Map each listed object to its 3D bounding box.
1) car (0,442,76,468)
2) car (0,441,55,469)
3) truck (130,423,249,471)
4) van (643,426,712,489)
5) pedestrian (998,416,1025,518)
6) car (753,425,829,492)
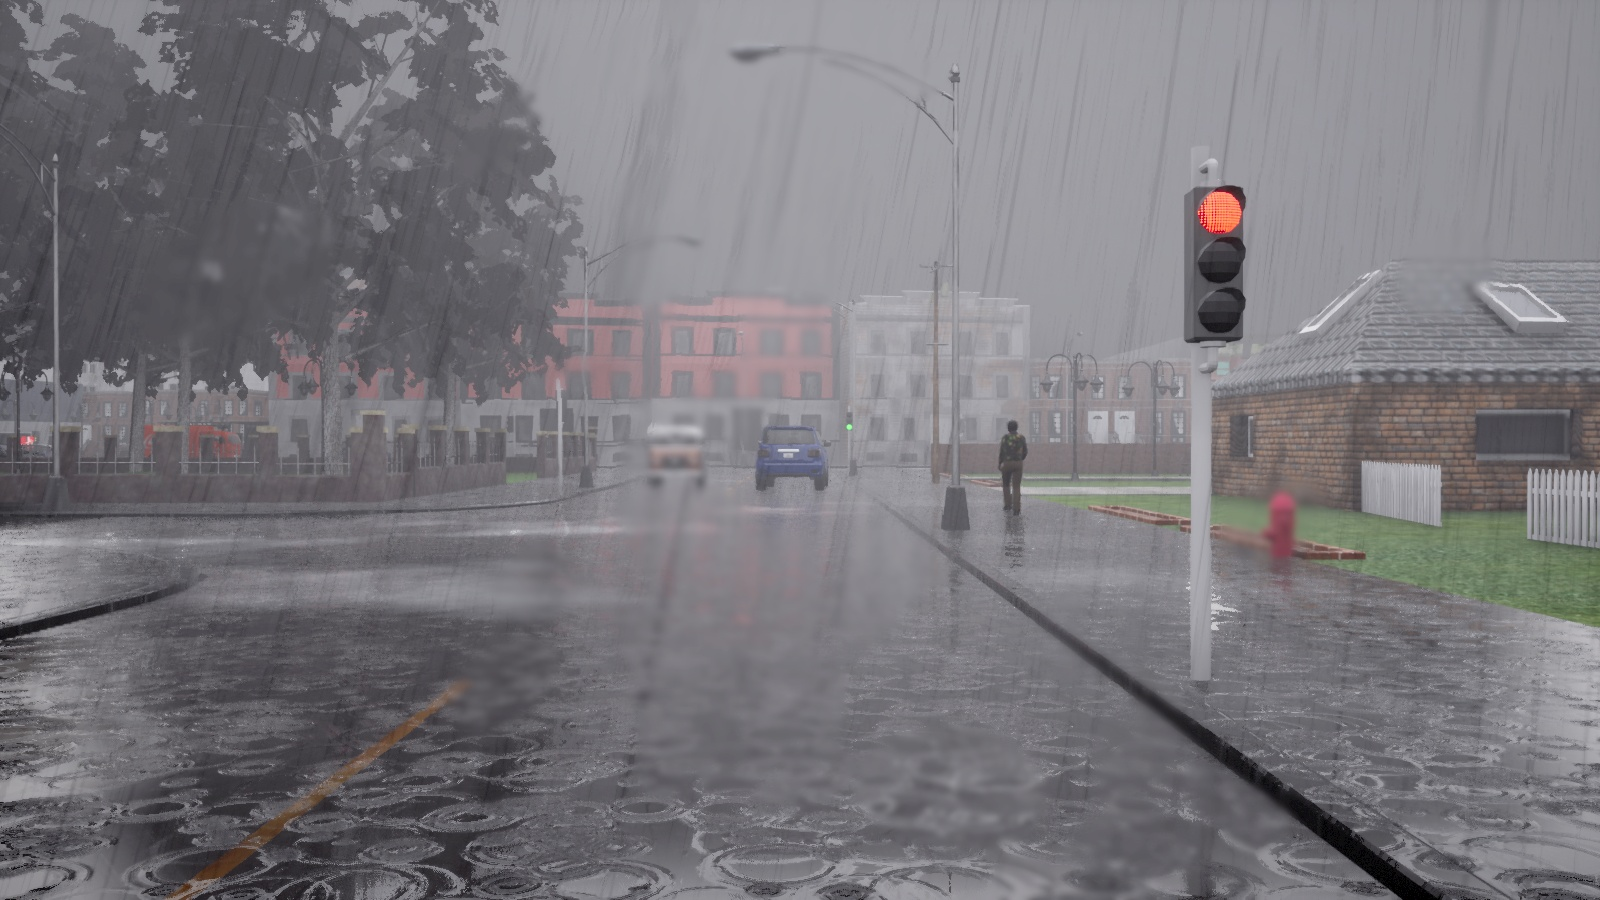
[{"bbox_3d":[-44.959,0.300,72.742,4.792,1.488,2.163,0,0,0],"label":"car"},{"bbox_3d":[-43.867,0.280,68.744,4.902,1.511,2.128,0,0,0],"label":"car"},{"bbox_3d":[-33.398,-0.169,68.773,5.204,2.467,2.627,1,0,0],"label":"truck"},{"bbox_3d":[-4.137,0.224,42.958,2.069,2.038,4.480,0,0,-2],"label":"van"},{"bbox_3d":[4.044,0.318,24.049,0.395,1.930,0.692,0,0,-1],"label":"pedestrian"},{"bbox_3d":[-0.211,0.235,41.061,2.150,2.045,5.566,0,1,3],"label":"car"}]
